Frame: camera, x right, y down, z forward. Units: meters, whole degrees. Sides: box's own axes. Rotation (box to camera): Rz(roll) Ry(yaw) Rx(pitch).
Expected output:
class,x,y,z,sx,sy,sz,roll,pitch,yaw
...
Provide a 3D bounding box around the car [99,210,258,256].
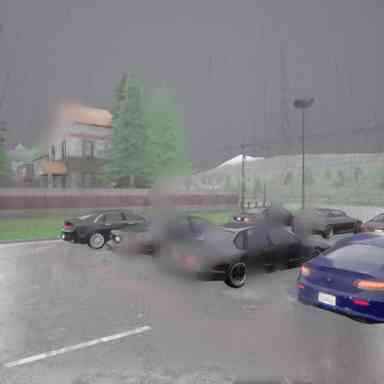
class,x,y,z,sx,sy,sz,roll,pitch,yaw
car,-0.337,1.547,12.103,5.357,1.411,2.033,0,0,-36

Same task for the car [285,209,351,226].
class,x,y,z,sx,sy,sz,roll,pitch,yaw
car,7.161,1.564,17.455,4.181,1.385,1.994,0,0,-35

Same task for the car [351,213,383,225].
class,x,y,z,sx,sy,sz,roll,pitch,yaw
car,9.188,1.564,14.596,4.181,1.385,1.994,0,0,-35

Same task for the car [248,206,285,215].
class,x,y,z,sx,sy,sz,roll,pitch,yaw
car,4.654,1.547,19.961,5.357,1.411,2.033,0,0,-35

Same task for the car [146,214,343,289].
class,x,y,z,sx,sy,sz,roll,pitch,yaw
car,1.665,1.547,9.230,5.357,1.411,2.033,0,0,-35

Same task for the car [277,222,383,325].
class,x,y,z,sx,sy,sz,roll,pitch,yaw
car,4.012,1.526,6.600,4.674,1.442,1.812,0,0,-35

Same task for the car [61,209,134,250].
class,x,y,z,sx,sy,sz,roll,pitch,yaw
car,-3.069,1.505,14.461,4.892,1.490,1.837,0,0,-35
